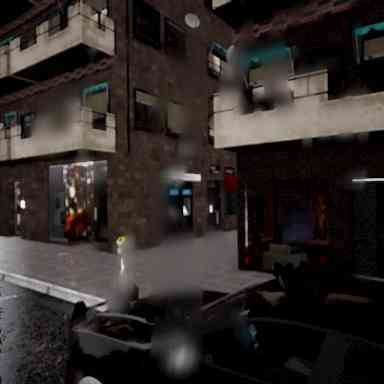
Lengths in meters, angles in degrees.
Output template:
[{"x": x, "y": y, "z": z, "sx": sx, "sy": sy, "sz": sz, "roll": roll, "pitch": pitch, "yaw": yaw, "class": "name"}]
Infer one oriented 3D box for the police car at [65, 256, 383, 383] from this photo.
[{"x": 0.903, "y": 1.427, "z": 2.776, "sx": 5.238, "sy": 1.638, "sz": 1.930, "roll": 0, "pitch": 0, "yaw": 36, "class": "police car"}]
